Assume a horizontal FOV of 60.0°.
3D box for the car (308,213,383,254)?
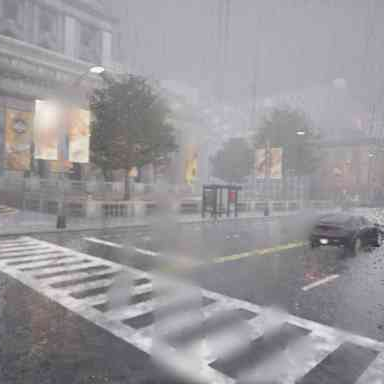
[{"bbox_3d":[6.804,1.697,14.587,1.837,1.490,4.892,1,0,45],"label":"car"}]
